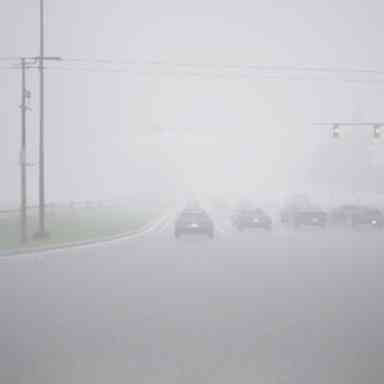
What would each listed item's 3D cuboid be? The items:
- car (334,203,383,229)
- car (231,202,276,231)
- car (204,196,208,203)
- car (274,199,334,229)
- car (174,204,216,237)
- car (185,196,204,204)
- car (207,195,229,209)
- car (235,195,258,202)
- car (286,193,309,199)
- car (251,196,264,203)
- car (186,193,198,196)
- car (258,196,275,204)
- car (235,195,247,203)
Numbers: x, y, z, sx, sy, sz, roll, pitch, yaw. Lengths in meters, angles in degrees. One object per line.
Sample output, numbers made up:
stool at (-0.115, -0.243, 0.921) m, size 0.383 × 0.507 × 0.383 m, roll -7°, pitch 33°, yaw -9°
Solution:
car at (10.601, 1.498, 21.777) m, size 1.837 × 1.490 × 4.892 m, roll 0°, pitch 0°, yaw 0°
car at (3.599, 1.557, 20.762) m, size 1.994 × 1.385 × 4.181 m, roll 0°, pitch 0°, yaw 0°
car at (3.504, 1.502, 71.206) m, size 2.128 × 1.511 × 4.902 m, roll 0°, pitch 0°, yaw 0°
car at (7.101, 1.471, 21.725) m, size 1.882 × 1.535 × 5.008 m, roll 0°, pitch 0°, yaw 0°
car at (0.102, 1.558, 17.970) m, size 1.994 × 1.385 × 4.181 m, roll 0°, pitch 0°, yaw 0°
car at (0.102, 1.534, 40.071) m, size 2.033 × 1.411 × 5.357 m, roll 0°, pitch 0°, yaw 0°
car at (3.600, 1.549, 46.078) m, size 1.994 × 1.385 × 4.181 m, roll 0°, pitch 0°, yaw 0°
car at (7.100, 1.477, 45.439) m, size 2.128 × 1.511 × 4.902 m, roll 0°, pitch 0°, yaw 0°
car at (14.100, 1.207, 44.805) m, size 2.150 × 2.045 × 5.566 m, roll 0°, pitch 0°, yaw 0°
car at (14.004, 1.572, 71.260) m, size 1.895 × 1.301 × 4.718 m, roll 0°, pitch 0°, yaw 0°
car at (0.004, 1.202, 71.206) m, size 2.150 × 2.045 × 5.566 m, roll 0°, pitch 0°, yaw 0°
car at (10.589, 1.510, 46.609) m, size 1.812 × 1.442 × 4.674 m, roll 0°, pitch 0°, yaw 0°
car at (10.504, 1.477, 71.497) m, size 1.837 × 1.490 × 4.892 m, roll 0°, pitch 0°, yaw 0°
